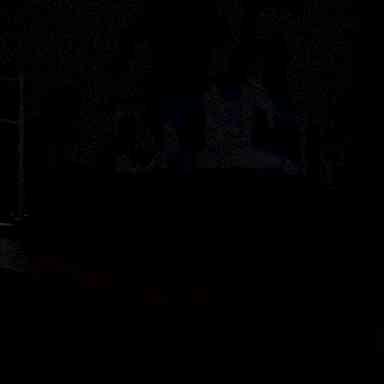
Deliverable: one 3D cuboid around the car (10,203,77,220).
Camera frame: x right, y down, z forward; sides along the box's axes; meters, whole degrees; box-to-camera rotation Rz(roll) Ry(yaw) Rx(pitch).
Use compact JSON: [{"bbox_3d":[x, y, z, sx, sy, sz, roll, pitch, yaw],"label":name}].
[{"bbox_3d":[-11.814,1.633,27.081,2.033,1.411,5.357,0,0,29],"label":"car"}]
